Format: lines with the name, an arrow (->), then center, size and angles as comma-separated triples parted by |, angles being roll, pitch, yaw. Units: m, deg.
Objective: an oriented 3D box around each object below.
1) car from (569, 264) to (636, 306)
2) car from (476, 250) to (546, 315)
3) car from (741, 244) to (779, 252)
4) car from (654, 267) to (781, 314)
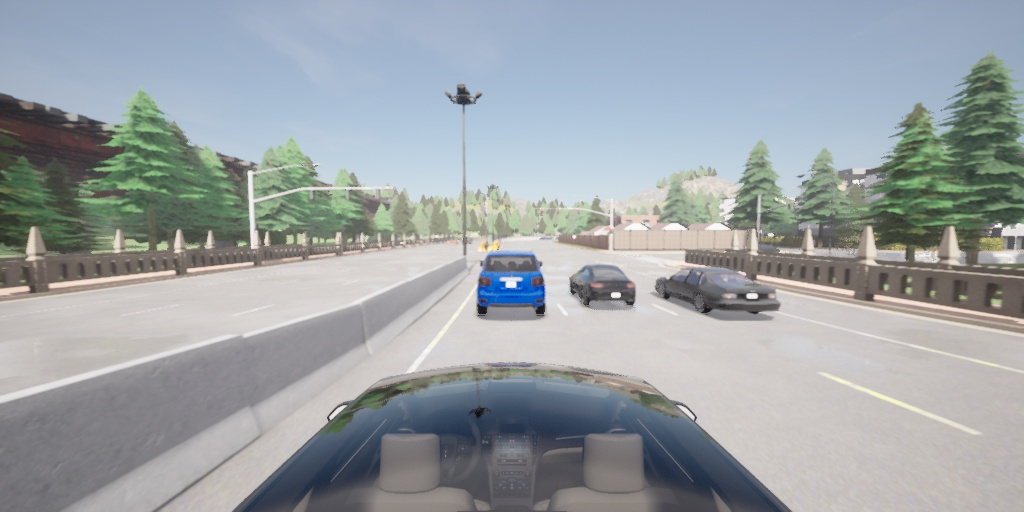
car -> 3.480, 1.027, 14.279 | 1.812, 1.442, 4.674 | 0, 3, 0
car -> -0.026, 0.783, 12.921 | 2.150, 2.045, 5.566 | 0, 3, 0
car -> 31.905, -0.857, 46.289 | 4.181, 1.385, 1.994 | 0, 4, 2
car -> 6.972, 1.106, 12.911 | 2.033, 1.411, 5.357 | 0, 2, 0
